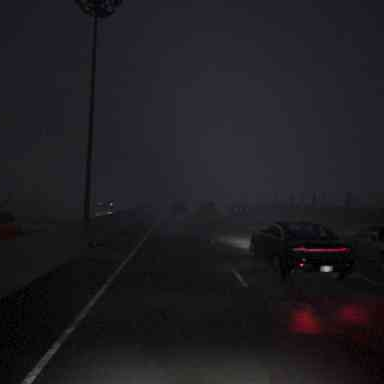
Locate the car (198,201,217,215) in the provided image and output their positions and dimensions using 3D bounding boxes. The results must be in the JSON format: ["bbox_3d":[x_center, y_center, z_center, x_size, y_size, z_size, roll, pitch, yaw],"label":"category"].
[{"bbox_3d":[1.907,1.914,42.179,2.097,1.767,4.553,1,-1,-1],"label":"car"}]

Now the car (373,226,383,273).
[{"bbox_3d":[6.602,1.817,11.359,1.895,1.301,4.718,1,-1,-2],"label":"car"}]

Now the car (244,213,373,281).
[{"bbox_3d":[3.138,1.657,10.413,2.128,1.511,4.902,1,-1,-2],"label":"car"}]

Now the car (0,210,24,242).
[{"bbox_3d":[-7.601,1.409,11.262,2.097,1.767,4.553,1,-1,-2],"label":"car"}]

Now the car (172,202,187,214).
[{"bbox_3d":[-1.612,2.011,42.497,1.882,1.535,5.008,1,-1,-2],"label":"car"}]

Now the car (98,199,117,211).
[{"bbox_3d":[-12.488,1.849,49.393,2.097,1.767,4.553,1,-3,-2],"label":"car"}]

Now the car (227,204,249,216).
[{"bbox_3d":[5.488,2.109,39.987,2.033,1.411,5.357,1,-1,-2],"label":"car"}]
